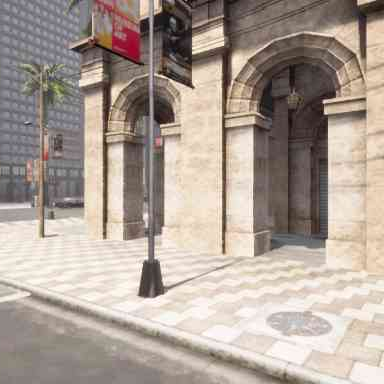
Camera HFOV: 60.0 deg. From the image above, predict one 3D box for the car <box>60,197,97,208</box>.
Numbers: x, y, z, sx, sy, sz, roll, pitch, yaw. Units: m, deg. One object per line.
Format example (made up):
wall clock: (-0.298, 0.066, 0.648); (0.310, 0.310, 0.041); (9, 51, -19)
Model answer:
car: (-16.562, 1.513, 48.769); (2.161, 1.482, 4.786); (0, 0, 35)

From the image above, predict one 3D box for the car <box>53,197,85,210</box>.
car: (-15.886, 1.601, 44.411); (1.895, 1.301, 4.718); (0, 0, 36)
